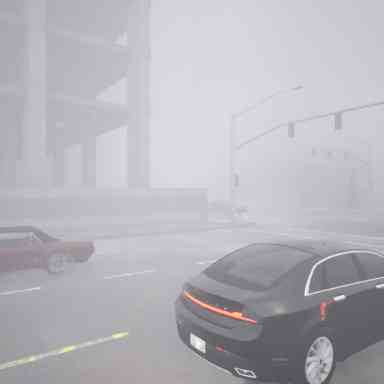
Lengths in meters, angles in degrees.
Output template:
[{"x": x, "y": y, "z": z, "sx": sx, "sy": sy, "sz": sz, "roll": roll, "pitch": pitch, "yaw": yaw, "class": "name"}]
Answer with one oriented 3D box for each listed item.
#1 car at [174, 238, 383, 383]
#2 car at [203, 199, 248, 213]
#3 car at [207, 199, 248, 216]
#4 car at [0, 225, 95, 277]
[{"x": 2.052, "y": 1.505, "z": 5.255, "sx": 4.892, "sy": 1.490, "sz": 1.837, "roll": 0, "pitch": 0, "yaw": -35, "class": "car"}, {"x": 3.737, "y": 1.547, "z": 38.081, "sx": 2.033, "sy": 1.411, "sz": 5.357, "roll": 0, "pitch": 0, "yaw": -36, "class": "car"}, {"x": 3.073, "y": 1.547, "z": 33.038, "sx": 2.033, "sy": 1.411, "sz": 5.357, "roll": 0, "pitch": 0, "yaw": -36, "class": "car"}, {"x": -5.189, "y": 1.601, "z": 8.850, "sx": 4.718, "sy": 1.301, "sz": 1.895, "roll": 0, "pitch": 0, "yaw": -35, "class": "car"}]
